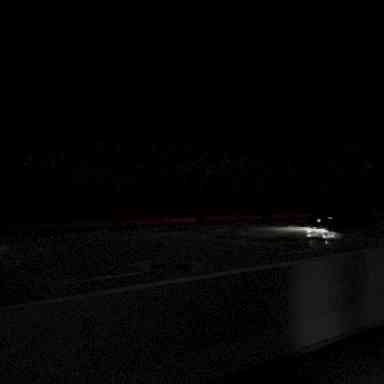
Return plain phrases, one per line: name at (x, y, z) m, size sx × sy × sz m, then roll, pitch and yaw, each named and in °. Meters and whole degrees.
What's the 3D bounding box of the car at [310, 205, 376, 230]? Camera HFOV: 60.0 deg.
car at (9.496, 1.546, 20.932) m, size 4.181 × 1.385 × 1.994 m, roll 0°, pitch 0°, yaw -24°
